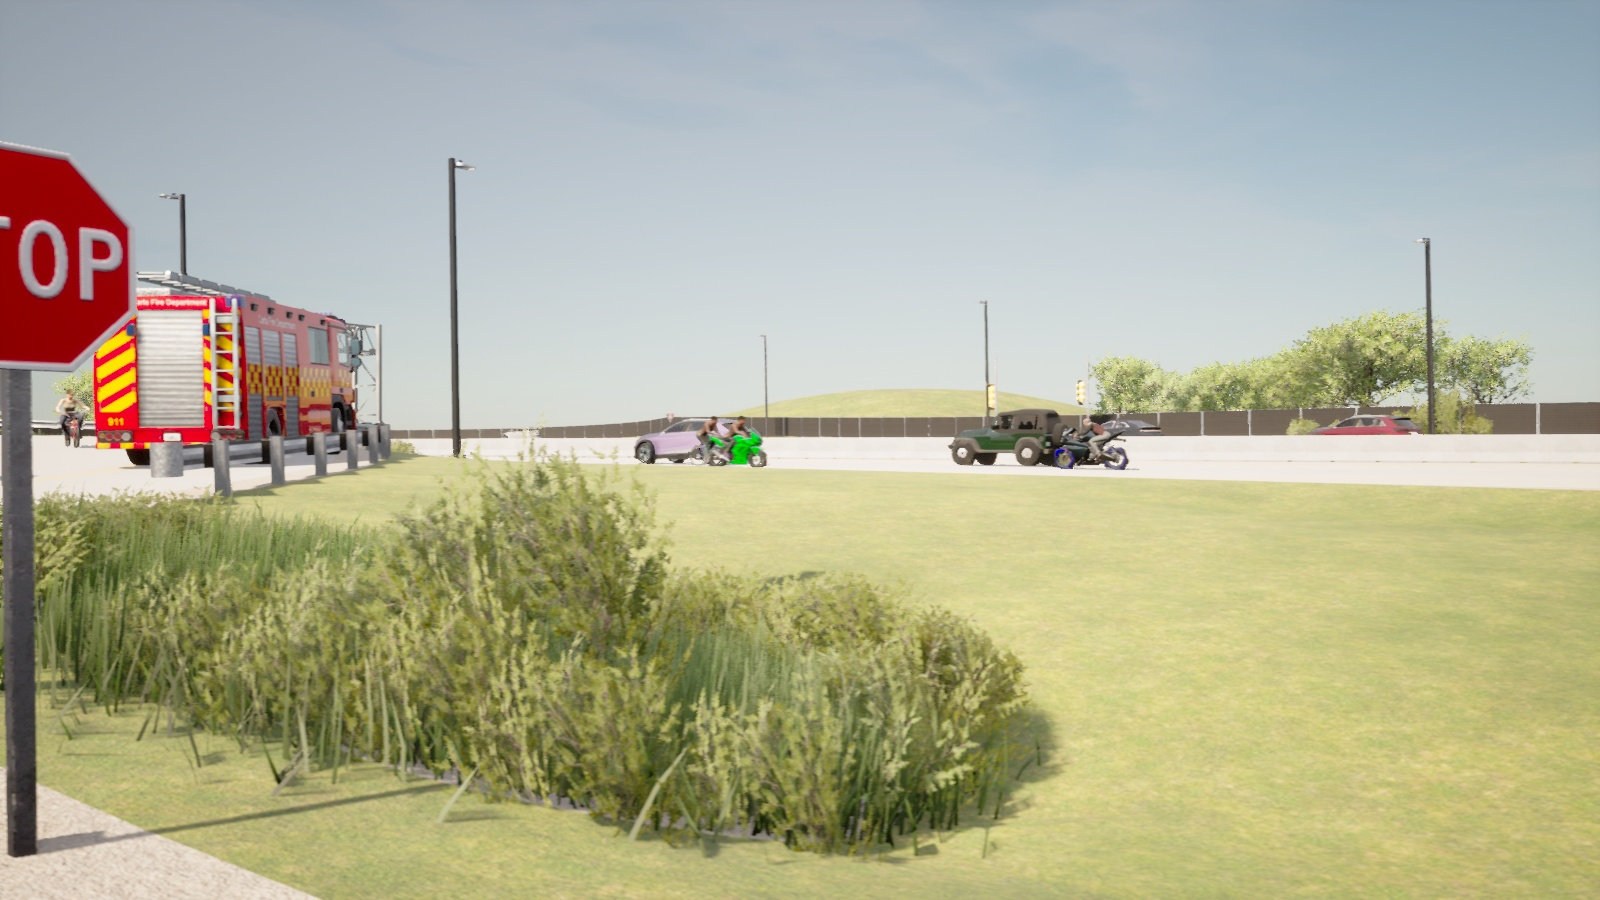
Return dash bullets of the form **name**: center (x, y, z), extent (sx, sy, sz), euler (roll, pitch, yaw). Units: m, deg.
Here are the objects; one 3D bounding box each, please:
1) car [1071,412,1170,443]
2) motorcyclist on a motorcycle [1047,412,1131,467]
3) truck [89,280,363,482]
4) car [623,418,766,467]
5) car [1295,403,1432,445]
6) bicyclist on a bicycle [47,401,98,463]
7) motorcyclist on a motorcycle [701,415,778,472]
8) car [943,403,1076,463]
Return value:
- **car**: center (16.392, -1.124, 64.476), extent (2.128, 1.511, 4.902), euler (-2, 1, -28)
- **motorcyclist on a motorcycle**: center (8.339, -0.290, 36.254), extent (2.191, 1.530, 0.866), euler (-1, 0, 35)
- **truck**: center (-12.506, -1.484, 28.423), extent (2.891, 3.827, 8.468), euler (-1, 2, -5)
- **car**: center (-3.785, -0.240, 44.698), extent (4.856, 1.649, 2.033), euler (-1, 0, 35)
- **car**: center (23.228, -1.053, 51.953), extent (2.033, 1.649, 4.856), euler (-2, 1, -30)
- **bicyclist on a bicycle**: center (-19.765, -0.501, 34.108), extent (0.866, 1.612, 1.509), euler (-3, 4, -42)
- **motorcyclist on a motorcycle**: center (-1.679, -0.166, 34.702), extent (2.044, 1.523, 0.797), euler (-1, 0, 35)
- **car**: center (6.914, -0.537, 41.508), extent (3.866, 1.878, 1.905), euler (-1, 0, 35)
